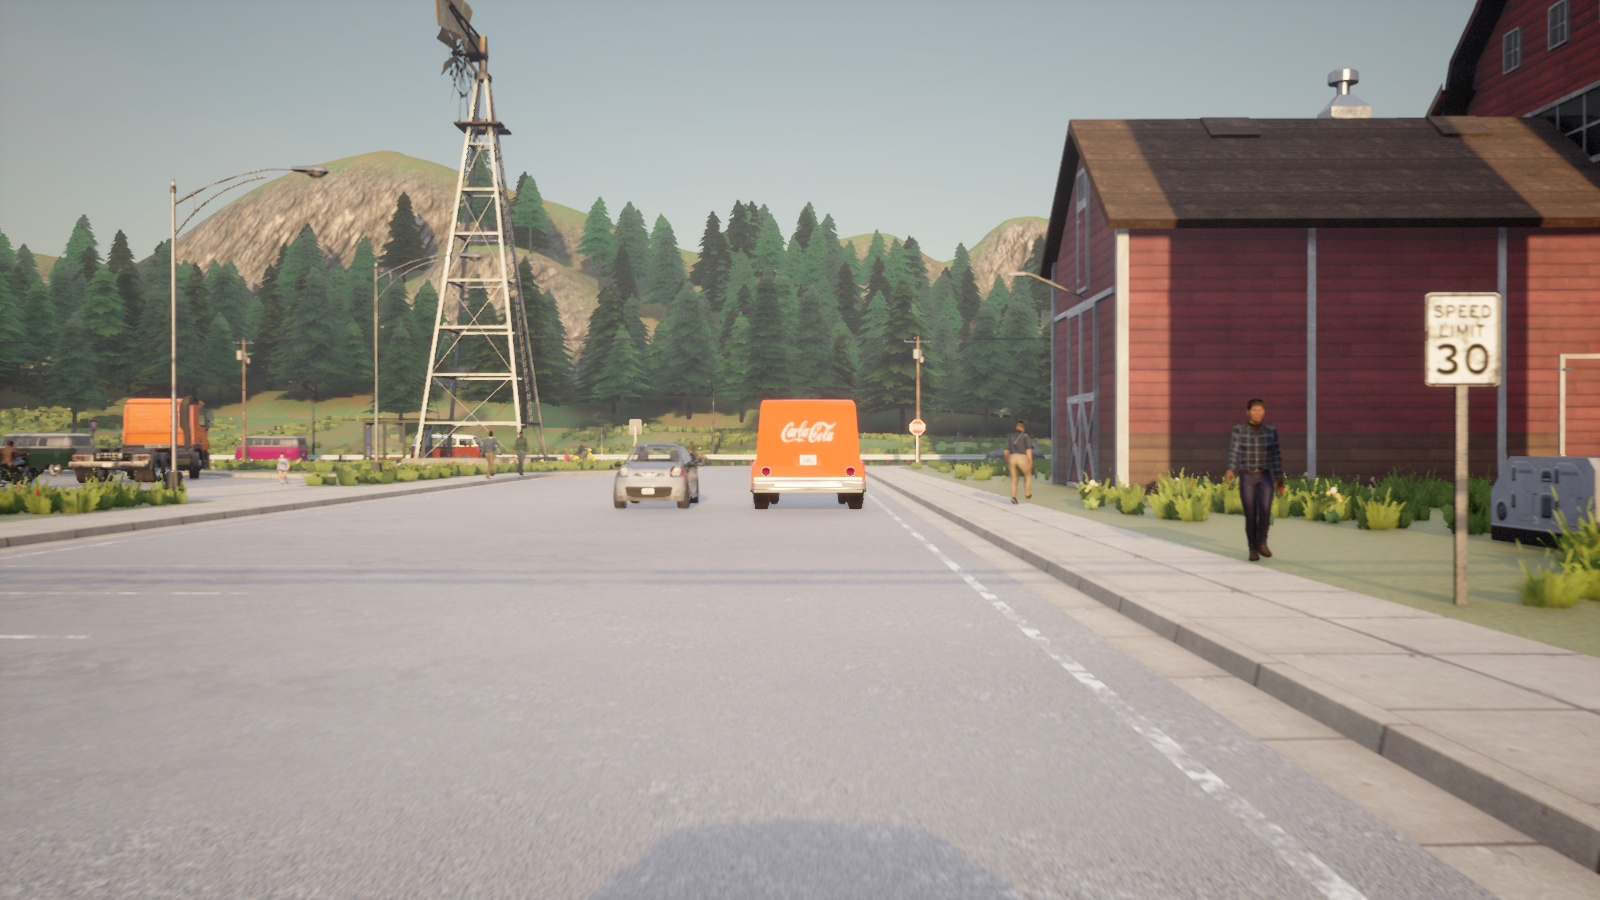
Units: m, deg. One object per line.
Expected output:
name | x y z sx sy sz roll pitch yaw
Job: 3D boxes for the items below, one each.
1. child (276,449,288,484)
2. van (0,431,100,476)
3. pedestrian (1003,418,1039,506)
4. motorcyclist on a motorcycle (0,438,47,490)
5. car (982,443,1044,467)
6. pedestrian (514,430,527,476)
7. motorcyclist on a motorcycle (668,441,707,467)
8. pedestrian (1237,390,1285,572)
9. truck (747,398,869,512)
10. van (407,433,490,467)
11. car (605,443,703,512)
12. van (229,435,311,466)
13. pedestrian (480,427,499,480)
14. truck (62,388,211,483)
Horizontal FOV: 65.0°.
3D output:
child | -16.823 0.537 40.806 0.255 1.110 0.394 0 0 -6
van | -34.533 0.148 57.421 4.442 1.987 1.775 0 0 15
pedestrian | 4.753 0.253 27.000 0.540 1.848 0.694 0 0 32
motorcyclist on a motorcycle | -25.623 0.446 40.896 0.766 1.649 2.350 0 0 1
car | 13.415 0.325 79.158 3.633 1.501 1.845 0 0 1
pedestrian | -11.260 0.107 50.632 0.353 1.847 0.614 0 0 3
motorcyclist on a motorcycle | -7.134 0.243 79.489 2.350 1.649 0.766 0 1 11
pedestrian | 5.067 0.327 13.836 0.423 1.949 0.788 0 0 15
truck | 0.196 0.093 29.684 2.627 2.467 5.204 0 0 0
van | -21.392 0.021 76.482 4.480 2.038 2.069 0 0 1
car | -3.309 0.594 29.069 1.845 1.501 3.633 0 0 0
van | -33.853 0.021 80.278 4.442 1.987 1.775 0 0 1
pedestrian | -11.389 0.133 46.118 0.423 1.949 0.788 0 0 7
truck | -26.126 -0.538 49.942 2.891 3.462 7.936 0 0 -10
